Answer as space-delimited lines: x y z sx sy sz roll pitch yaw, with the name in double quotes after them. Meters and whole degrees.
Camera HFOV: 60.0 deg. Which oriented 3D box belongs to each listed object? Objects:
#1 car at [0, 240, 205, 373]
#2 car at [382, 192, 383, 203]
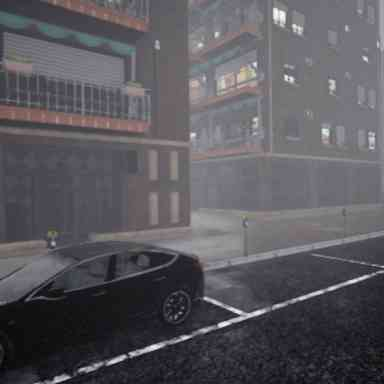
-1.753 1.538 5.317 4.313 1.339 1.947 -1 1 -36 "car"
20.415 0.691 34.529 2.008 1.369 4.403 0 1 -36 "car"
